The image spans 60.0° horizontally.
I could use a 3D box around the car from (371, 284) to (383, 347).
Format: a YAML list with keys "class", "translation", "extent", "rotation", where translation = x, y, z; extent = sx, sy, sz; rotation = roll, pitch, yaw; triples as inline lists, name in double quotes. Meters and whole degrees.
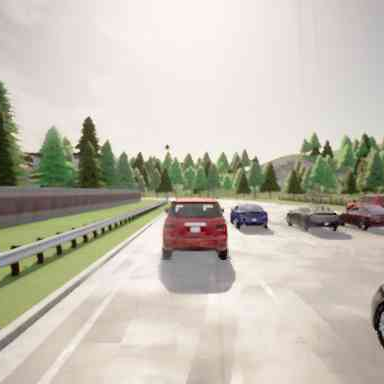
- class: "car"
  translation: [3.601, 1.503, 3.048]
  extent: [1.837, 1.490, 4.892]
  rotation: [0, 0, 0]

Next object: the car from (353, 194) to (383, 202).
- class: "car"
  translation: [14.109, 1.203, 25.842]
  extent: [2.150, 2.045, 5.566]
  rotation: [0, 0, 0]

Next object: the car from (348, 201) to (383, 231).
- class: "car"
  translation: [10.594, 1.511, 20.252]
  extent: [1.812, 1.442, 4.674]
  rotation: [0, 0, 0]

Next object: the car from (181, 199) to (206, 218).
- class: "car"
  translation: [0.111, 1.471, 31.224]
  extent: [2.128, 1.511, 4.902]
  rotation: [0, 0, 0]

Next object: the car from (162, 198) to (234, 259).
- class: "car"
  translation: [0.104, 1.214, 12.700]
  extent: [2.150, 2.045, 5.566]
  rotation: [0, 0, 0]

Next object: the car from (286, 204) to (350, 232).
- class: "car"
  translation: [7.108, 1.478, 19.981]
  extent: [2.128, 1.511, 4.902]
  rotation: [0, 0, 0]

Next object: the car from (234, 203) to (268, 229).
- class: "car"
  translation: [3.609, 1.463, 21.711]
  extent: [1.882, 1.535, 5.008]
  rotation: [0, 0, 0]
